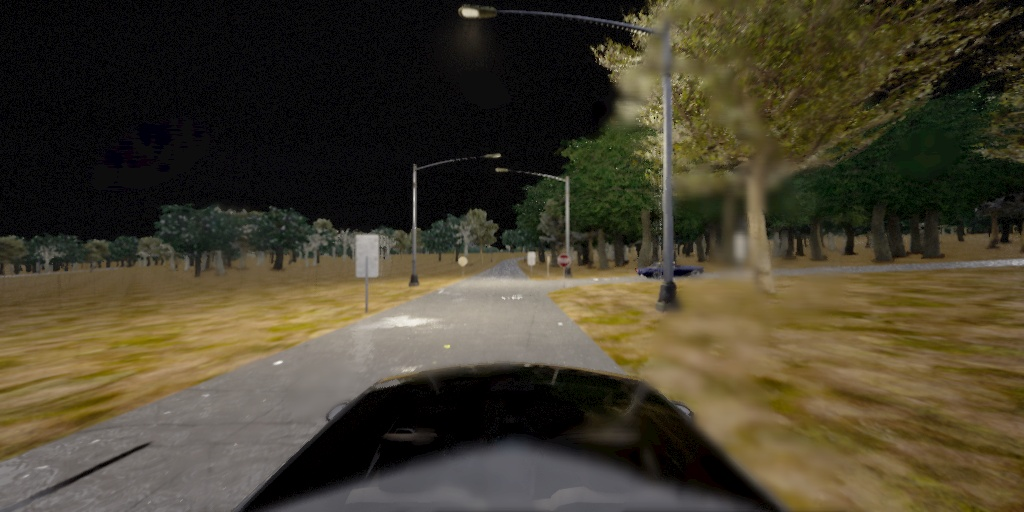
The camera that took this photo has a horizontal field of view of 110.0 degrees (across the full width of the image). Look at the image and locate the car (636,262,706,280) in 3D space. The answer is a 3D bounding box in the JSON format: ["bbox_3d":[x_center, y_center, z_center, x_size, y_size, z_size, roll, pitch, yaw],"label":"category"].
[{"bbox_3d":[12.105,1.099,27.422,4.718,1.301,1.895,-3,-1,1],"label":"car"}]
